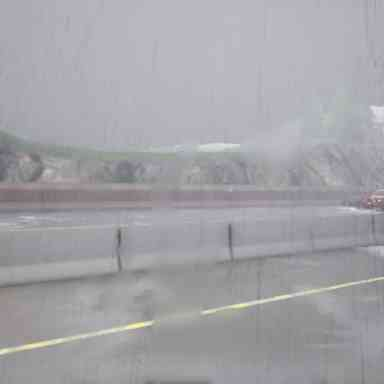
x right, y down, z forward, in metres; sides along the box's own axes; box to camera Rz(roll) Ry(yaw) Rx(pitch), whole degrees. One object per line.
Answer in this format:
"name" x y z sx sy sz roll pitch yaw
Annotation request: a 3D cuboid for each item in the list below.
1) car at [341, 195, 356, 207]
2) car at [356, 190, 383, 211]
"car" 18.919 1.046 37.701 4.181 1.385 1.994 0 1 -28
"car" 20.008 0.784 34.290 5.566 2.045 2.150 0 1 -28
